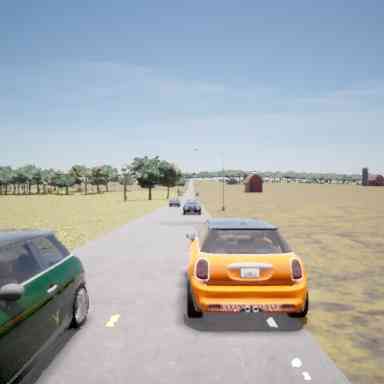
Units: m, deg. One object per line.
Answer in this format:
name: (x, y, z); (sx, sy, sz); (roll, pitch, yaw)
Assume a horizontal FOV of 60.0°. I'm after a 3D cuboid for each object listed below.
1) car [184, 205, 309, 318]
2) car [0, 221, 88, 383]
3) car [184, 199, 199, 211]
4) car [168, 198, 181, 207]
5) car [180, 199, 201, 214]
car: (0.952, 1.354, 7.594); (2.097, 1.767, 4.553); (0, 0, 0)
car: (-2.855, 1.353, 3.899); (2.097, 1.767, 4.553); (0, 0, 0)
car: (-0.045, 1.692, 45.462); (2.033, 1.411, 5.357); (0, 0, 0)
car: (-2.821, 1.748, 54.591); (2.033, 1.411, 5.357); (0, 0, 0)
car: (0.025, 1.686, 35.501); (1.895, 1.301, 4.718); (0, 0, 0)
